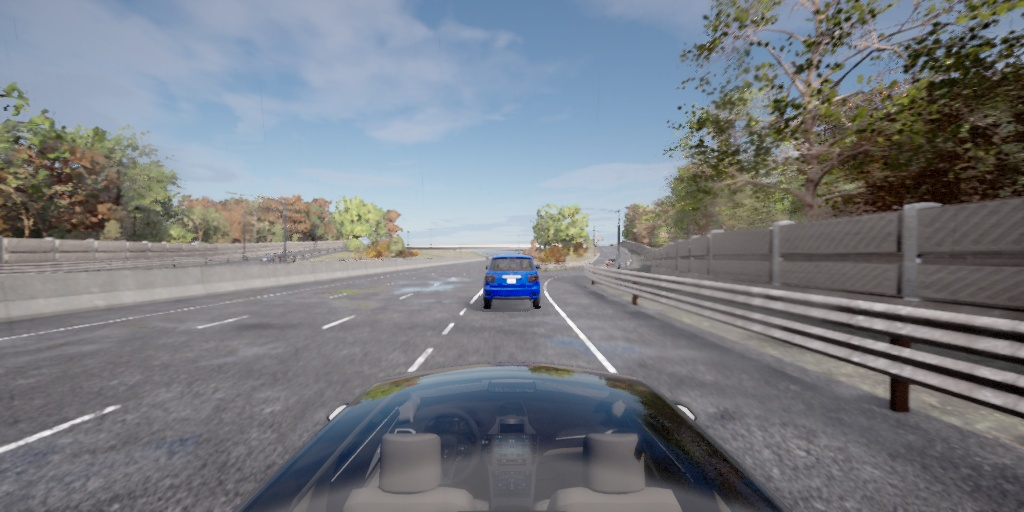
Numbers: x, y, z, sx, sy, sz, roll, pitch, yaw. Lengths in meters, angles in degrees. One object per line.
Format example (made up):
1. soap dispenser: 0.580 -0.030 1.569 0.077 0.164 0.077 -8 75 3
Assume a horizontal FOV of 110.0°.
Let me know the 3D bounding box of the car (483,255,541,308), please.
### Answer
1. car: 0.034 0.975 15.316 2.150 2.045 5.566 0 0 1
